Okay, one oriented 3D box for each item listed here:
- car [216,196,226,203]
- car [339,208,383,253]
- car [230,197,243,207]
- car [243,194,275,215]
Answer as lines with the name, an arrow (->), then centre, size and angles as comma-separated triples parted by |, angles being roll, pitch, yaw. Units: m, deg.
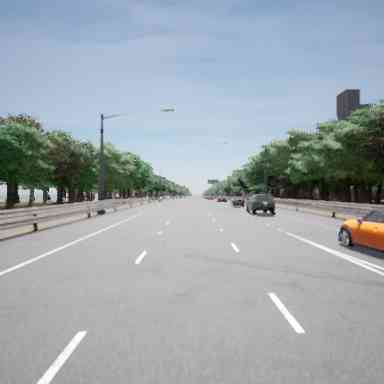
car -> 7.169, 1.678, 81.669 | 2.097, 1.767, 4.553 | 0, -1, 0
car -> 7.287, 1.360, 12.066 | 2.097, 1.767, 4.553 | 0, 0, -4
car -> 7.029, 1.558, 51.315 | 1.837, 1.490, 4.892 | 0, 0, 0
car -> 6.996, 1.231, 34.237 | 2.150, 2.045, 5.566 | 0, 0, 0
